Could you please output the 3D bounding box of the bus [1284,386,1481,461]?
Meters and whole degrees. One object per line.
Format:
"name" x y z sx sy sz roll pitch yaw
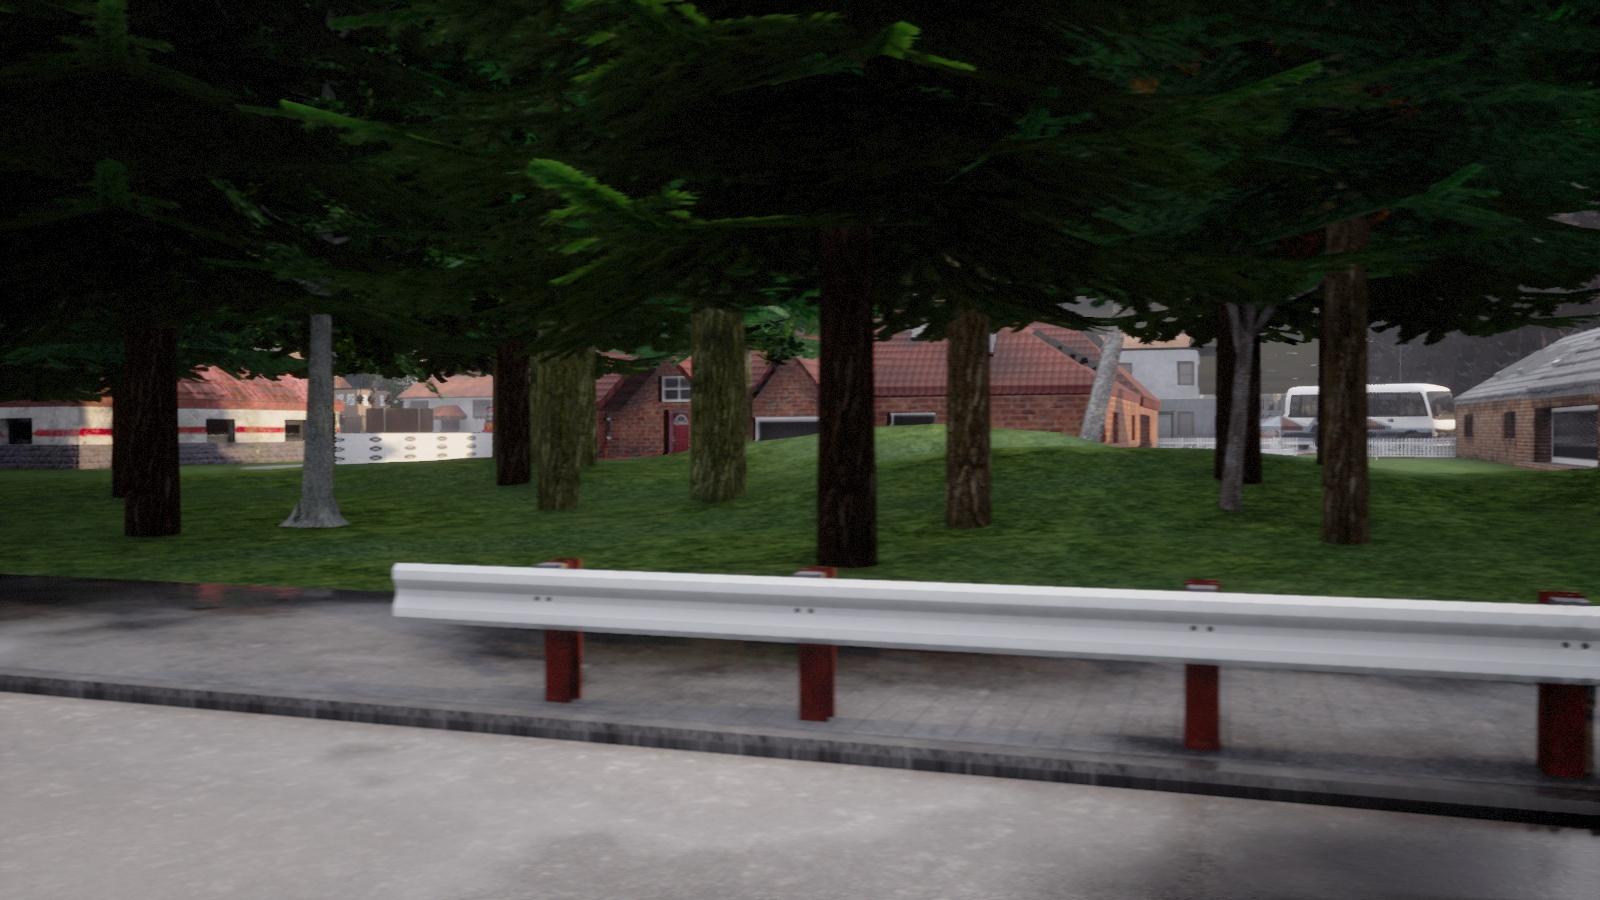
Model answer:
"bus" 35.357 -1.636 76.712 3.944 4.253 10.273 -1 2 -36
